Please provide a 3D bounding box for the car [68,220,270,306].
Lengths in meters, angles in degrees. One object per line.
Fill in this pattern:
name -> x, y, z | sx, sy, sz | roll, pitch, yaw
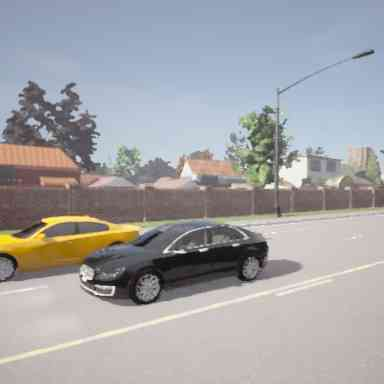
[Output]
car -> -0.197, 1.498, 8.149 | 4.892, 1.490, 1.837 | 0, 0, -35

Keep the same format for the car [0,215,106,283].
car -> -3.902, 1.476, 9.807 | 5.008, 1.535, 1.882 | 0, 0, -35
